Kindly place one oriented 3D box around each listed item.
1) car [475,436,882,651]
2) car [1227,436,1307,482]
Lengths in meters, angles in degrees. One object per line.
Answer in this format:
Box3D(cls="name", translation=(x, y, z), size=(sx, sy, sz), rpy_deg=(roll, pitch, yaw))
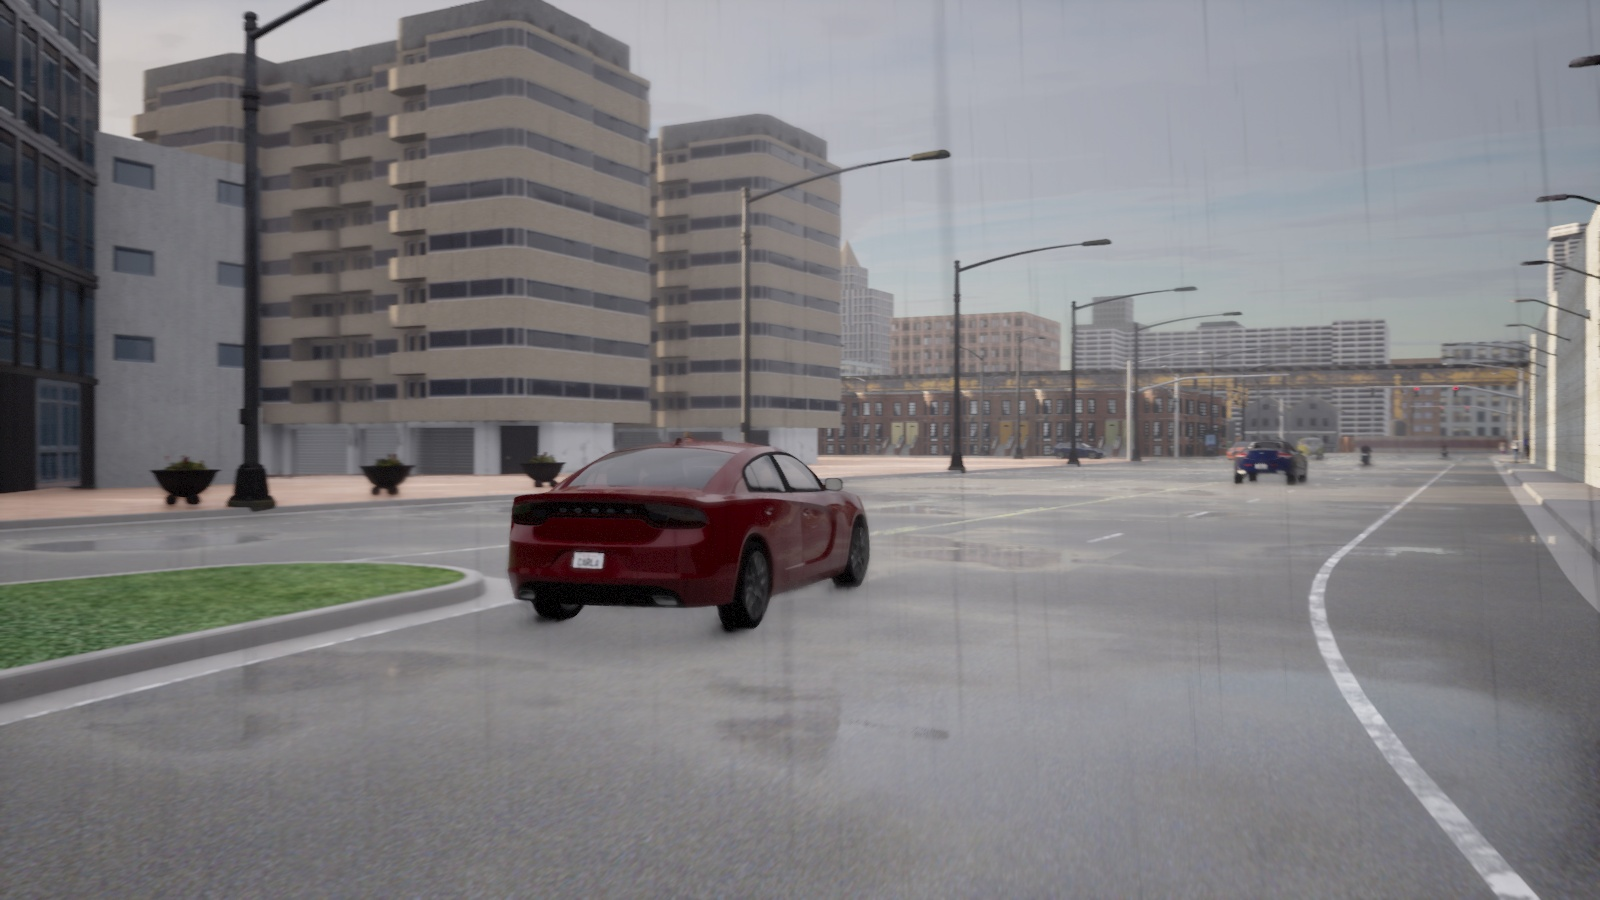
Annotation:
Box3D(cls="car", translation=(-0.792, 0.656, 11.661), size=(1.882, 1.535, 5.008), rpy_deg=(0, 0, 19))
Box3D(cls="car", translation=(17.630, 0.301, 47.297), size=(2.152, 1.651, 5.027), rpy_deg=(0, 0, 28))
